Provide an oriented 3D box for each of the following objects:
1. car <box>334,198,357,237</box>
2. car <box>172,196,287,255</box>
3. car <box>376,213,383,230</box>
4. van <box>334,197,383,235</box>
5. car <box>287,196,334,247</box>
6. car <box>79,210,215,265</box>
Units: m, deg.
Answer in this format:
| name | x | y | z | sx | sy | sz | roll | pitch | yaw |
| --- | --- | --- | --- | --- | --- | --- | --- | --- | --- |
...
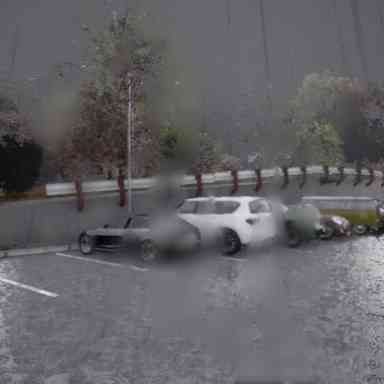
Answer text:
| name | x | y | z | sx | sy | sz | roll | pitch | yaw |
| --- | --- | --- | --- | --- | --- | --- | --- | --- | --- |
| car | 5.539 | 1.339 | 16.853 | 4.553 | 1.767 | 2.185 | -1 | -1 | 35 |
| car | 0.579 | 1.212 | 13.373 | 5.566 | 2.045 | 2.435 | -1 | 0 | 35 |
| car | 9.264 | 1.538 | 12.259 | 5.357 | 1.411 | 2.033 | 0 | 0 | -35 |
| van | 7.941 | 1.240 | 18.623 | 4.442 | 1.987 | 1.878 | -1 | 0 | 35 |
| car | 3.111 | 1.212 | 15.092 | 5.566 | 2.045 | 2.435 | -1 | -1 | 35 |
| car | -1.897 | 1.493 | 11.637 | 4.792 | 1.488 | 2.163 | -1 | 0 | 35 |
